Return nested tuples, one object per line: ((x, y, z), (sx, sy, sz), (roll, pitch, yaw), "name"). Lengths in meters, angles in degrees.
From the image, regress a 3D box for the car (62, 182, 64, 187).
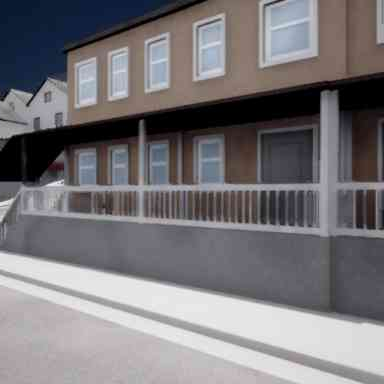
((-9.567, -1.506, 31.225), (2.150, 2.045, 5.566), (0, 20, 34), "car")
